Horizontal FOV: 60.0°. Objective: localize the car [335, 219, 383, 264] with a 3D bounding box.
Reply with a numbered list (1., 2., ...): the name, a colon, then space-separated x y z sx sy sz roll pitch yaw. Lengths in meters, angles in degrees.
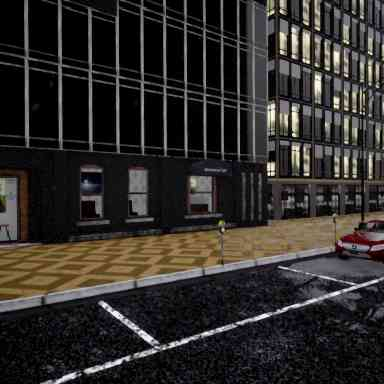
1. car: 6.587 1.580 11.240 4.206 1.307 1.802 0 0 -35
